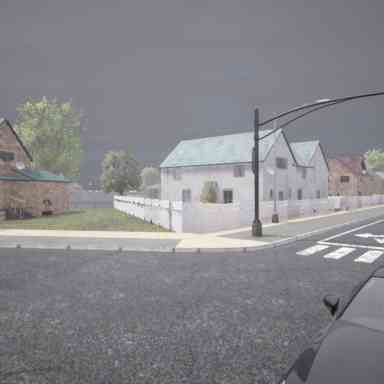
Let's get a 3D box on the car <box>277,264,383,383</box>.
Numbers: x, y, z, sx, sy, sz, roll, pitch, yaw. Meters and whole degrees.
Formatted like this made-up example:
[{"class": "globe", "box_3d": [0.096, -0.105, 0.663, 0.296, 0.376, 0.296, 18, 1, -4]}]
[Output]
[{"class": "car", "box_3d": [2.548, 1.524, 3.442, 1.812, 1.442, 4.674, 0, 0, 42]}]
